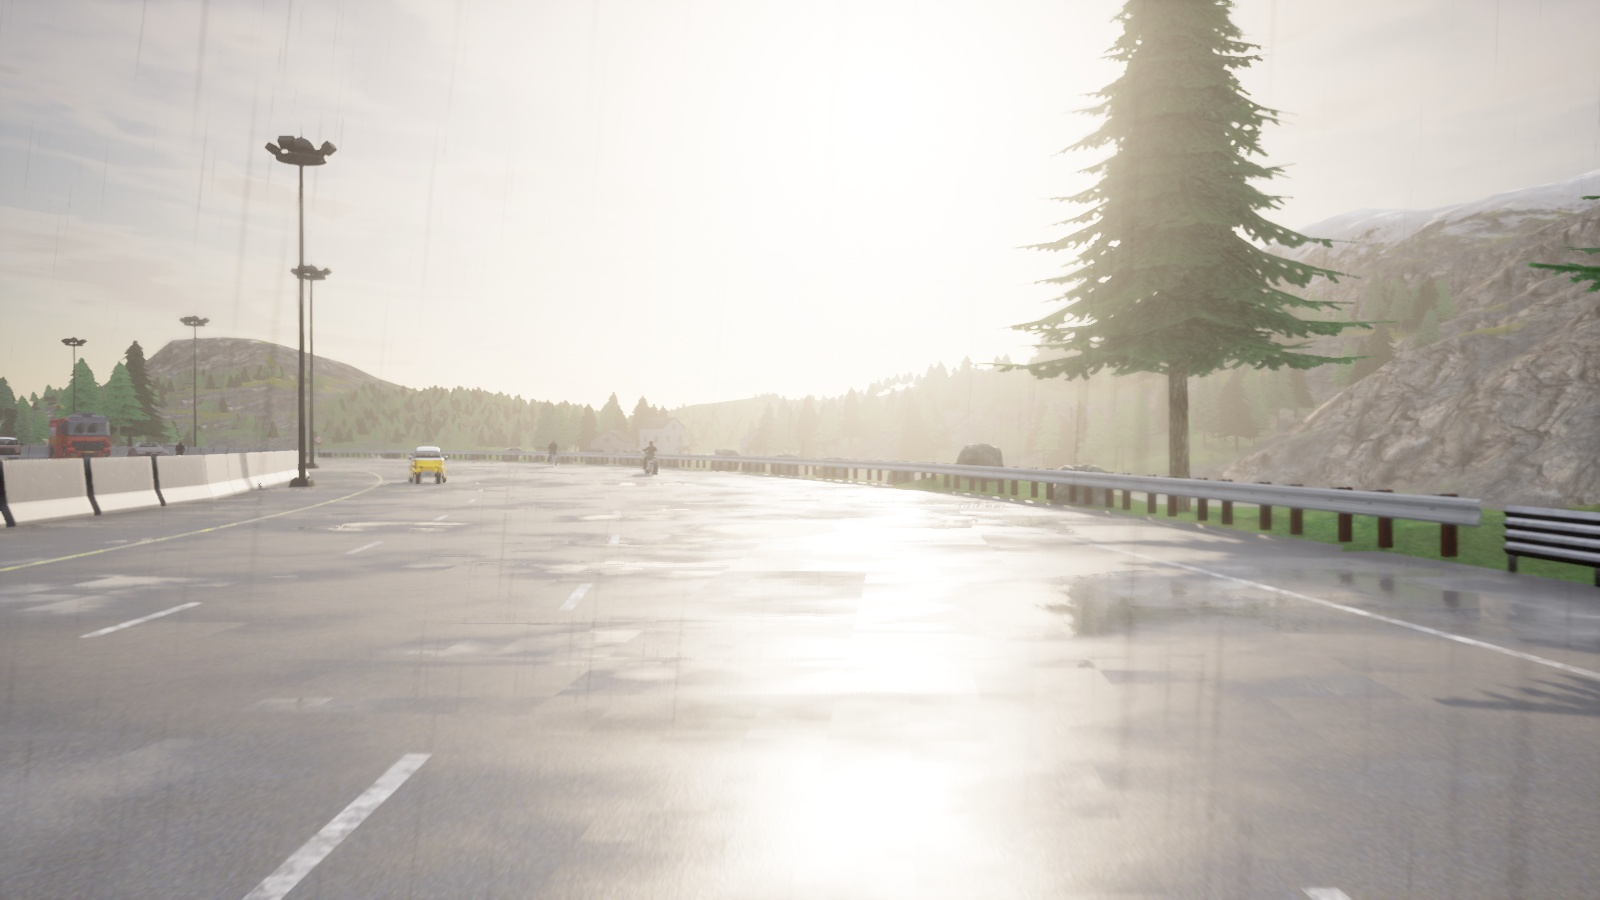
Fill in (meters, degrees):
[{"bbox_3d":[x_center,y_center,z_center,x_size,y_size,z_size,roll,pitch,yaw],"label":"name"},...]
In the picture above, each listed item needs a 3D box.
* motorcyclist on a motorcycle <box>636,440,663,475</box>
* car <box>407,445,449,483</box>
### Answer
[{"bbox_3d":[-7.211,0.353,60.119,0.766,1.649,2.350,0,0,-20],"label":"motorcyclist on a motorcycle"},{"bbox_3d":[-14.186,0.521,47.848,1.481,1.376,2.207,0,1,-17],"label":"car"}]
